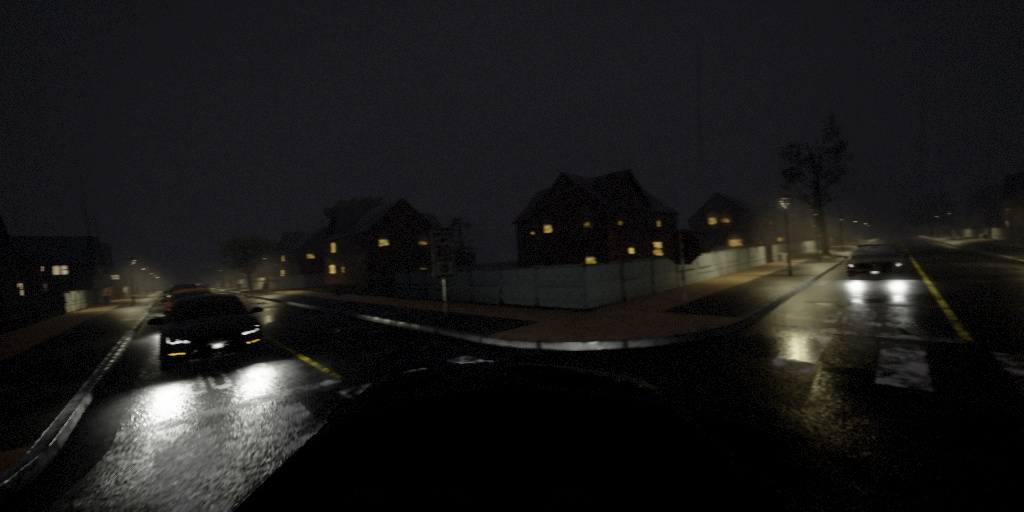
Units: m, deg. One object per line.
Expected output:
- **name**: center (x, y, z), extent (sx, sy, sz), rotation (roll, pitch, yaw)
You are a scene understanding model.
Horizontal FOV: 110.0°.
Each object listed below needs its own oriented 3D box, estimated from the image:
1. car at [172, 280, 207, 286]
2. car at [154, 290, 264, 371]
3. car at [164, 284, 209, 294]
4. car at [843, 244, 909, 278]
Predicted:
- **car**: center (-23.752, 2.816, 26.011), extent (4.553, 1.767, 2.097), rotation (-4, -1, 45)
- **car**: center (-8.092, 1.825, 9.566), extent (1.837, 1.490, 4.892), rotation (-3, -1, -44)
- **car**: center (-15.048, 2.300, 16.868), extent (1.882, 1.535, 5.008), rotation (-3, -1, -44)
- **car**: center (16.754, 0.160, 16.521), extent (5.357, 1.411, 2.033), rotation (-4, 0, -43)
